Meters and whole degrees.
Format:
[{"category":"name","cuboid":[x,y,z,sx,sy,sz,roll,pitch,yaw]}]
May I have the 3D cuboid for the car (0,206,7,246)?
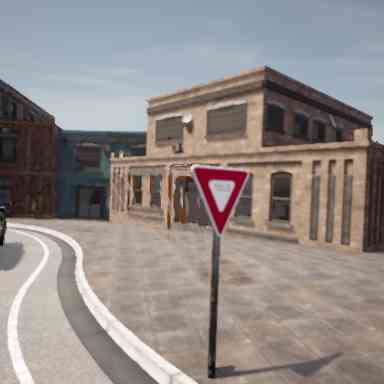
[{"category":"car","cuboid":[-7.675,1.048,10.977,2.150,2.045,5.566,2,0,-21]}]
